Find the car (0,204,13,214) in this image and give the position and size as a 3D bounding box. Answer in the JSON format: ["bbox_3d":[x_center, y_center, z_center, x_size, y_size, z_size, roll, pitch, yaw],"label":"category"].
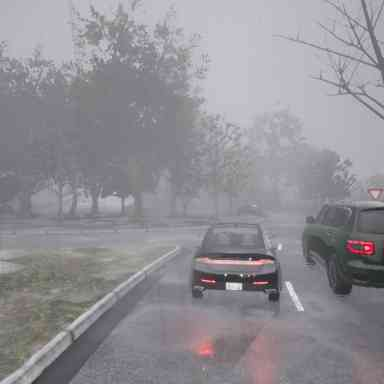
[{"bbox_3d":[-27.142,2.283,45.393,1.882,1.535,5.008,-1,-2,30],"label":"car"}]

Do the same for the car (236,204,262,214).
[{"bbox_3d":[7.710,2.342,45.093,1.812,1.442,4.674,1,-2,-21],"label":"car"}]

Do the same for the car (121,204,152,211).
[{"bbox_3d":[-9.915,2.711,59.532,5.357,1.411,2.033,0,-1,0],"label":"car"}]

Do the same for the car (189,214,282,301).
[{"bbox_3d":[1.118,1.531,8.469,2.128,1.511,4.902,0,-1,8],"label":"car"}]

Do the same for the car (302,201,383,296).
[{"bbox_3d":[4.399,1.254,8.709,2.150,2.045,5.566,0,-1,9],"label":"car"}]

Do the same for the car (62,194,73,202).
[{"bbox_3d":[-32.660,1.889,85.412,1.946,1.575,5.366,0,2,-12],"label":"car"}]
